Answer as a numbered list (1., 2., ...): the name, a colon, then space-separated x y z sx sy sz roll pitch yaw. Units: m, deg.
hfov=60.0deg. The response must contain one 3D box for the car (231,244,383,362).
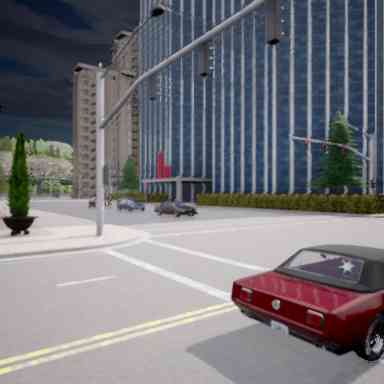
1. car: 3.036 1.610 5.920 4.718 1.301 1.895 0 0 -35

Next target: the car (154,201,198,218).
1. car: -1.638 1.574 31.452 2.033 1.411 5.357 0 0 -36

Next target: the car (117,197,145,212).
1. car: -7.226 1.552 39.205 1.812 1.442 4.674 0 0 -36

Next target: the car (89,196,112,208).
1. car: -13.012 1.378 47.212 2.097 1.767 4.553 0 0 -36

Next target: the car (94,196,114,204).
1. car: -17.407 1.528 65.448 2.128 1.511 4.902 0 0 -36

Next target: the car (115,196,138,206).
1. car: -11.257 1.528 57.043 2.128 1.511 4.902 0 0 -36
